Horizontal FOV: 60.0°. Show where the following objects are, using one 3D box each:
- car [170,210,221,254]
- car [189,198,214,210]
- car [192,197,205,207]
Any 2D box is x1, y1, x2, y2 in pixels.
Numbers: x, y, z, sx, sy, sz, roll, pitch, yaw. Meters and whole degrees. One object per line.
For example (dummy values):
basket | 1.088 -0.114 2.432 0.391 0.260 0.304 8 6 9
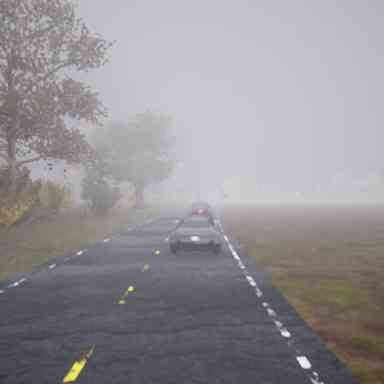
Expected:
car | 0.178 1.701 14.216 1.994 1.385 4.181 0 -1 2
car | 0.796 1.626 28.934 2.097 1.767 4.553 0 -1 3
car | 1.387 1.974 66.668 2.097 1.767 4.553 0 0 8
